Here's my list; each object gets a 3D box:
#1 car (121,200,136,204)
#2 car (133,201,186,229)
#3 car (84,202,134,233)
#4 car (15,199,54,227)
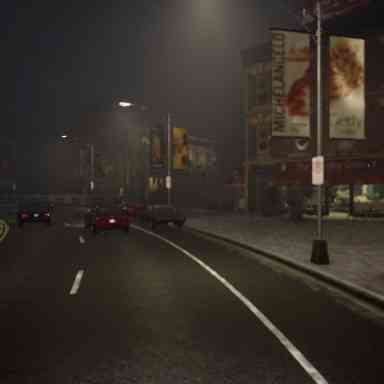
[{"bbox_3d":[-4.866,1.373,25.579,2.002,1.452,4.674,0,0,-32],"label":"car"},{"bbox_3d":[-2.028,1.471,20.601,1.895,1.301,4.718,0,0,-22],"label":"car"},{"bbox_3d":[-4.941,1.459,18.938,1.994,1.385,4.181,0,0,-24],"label":"car"},{"bbox_3d":[-10.634,1.438,22.177,2.033,1.411,5.357,0,0,-30],"label":"car"}]
